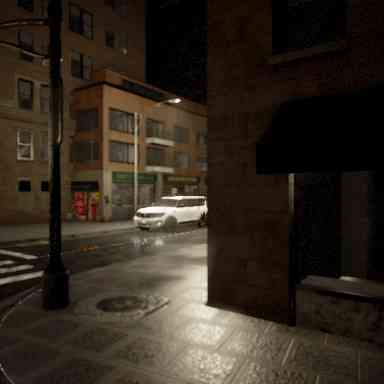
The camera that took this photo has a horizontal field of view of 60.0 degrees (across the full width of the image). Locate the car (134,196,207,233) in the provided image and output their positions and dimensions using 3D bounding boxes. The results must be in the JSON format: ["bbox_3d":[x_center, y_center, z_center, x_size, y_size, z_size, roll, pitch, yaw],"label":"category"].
[{"bbox_3d":[-1.020,1.269,20.366,2.150,2.045,5.566,0,0,35],"label":"car"}]
